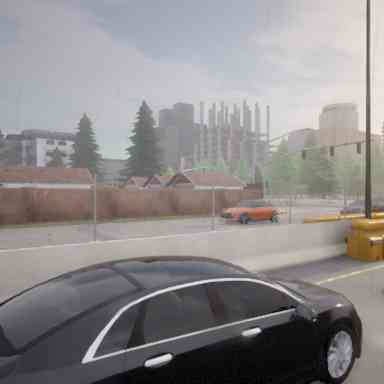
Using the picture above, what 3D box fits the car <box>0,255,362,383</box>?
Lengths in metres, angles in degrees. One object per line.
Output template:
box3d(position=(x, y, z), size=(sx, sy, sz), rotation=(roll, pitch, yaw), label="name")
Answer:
box3d(position=(0.006, 1.505, 3.748), size=(4.892, 1.490, 1.837), rotation=(1, 0, -35), label="car")

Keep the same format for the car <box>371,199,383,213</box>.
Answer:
box3d(position=(13.822, 1.381, 26.584), size=(4.553, 1.767, 2.097), rotation=(0, 0, -35), label="car")
